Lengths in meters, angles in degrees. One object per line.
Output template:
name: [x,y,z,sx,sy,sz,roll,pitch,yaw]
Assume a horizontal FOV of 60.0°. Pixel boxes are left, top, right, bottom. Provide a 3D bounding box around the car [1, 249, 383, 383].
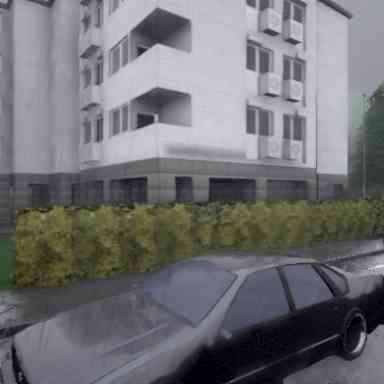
car: [0.600,1.546,4.417,5.357,1.411,2.033,0,0,-35]
